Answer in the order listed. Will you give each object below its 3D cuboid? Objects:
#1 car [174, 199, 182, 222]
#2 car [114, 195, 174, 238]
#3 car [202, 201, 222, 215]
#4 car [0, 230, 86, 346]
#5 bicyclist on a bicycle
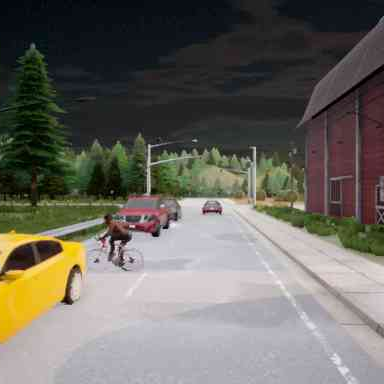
[{"bbox_3d":[-2.004,1.352,26.309,2.097,1.767,4.553,0,0,3],"label":"car"},{"bbox_3d":[-2.580,1.215,18.272,2.150,2.045,5.566,0,1,4],"label":"car"},{"bbox_3d":[2.092,1.564,34.369,1.994,1.385,4.181,0,0,4],"label":"car"},{"bbox_3d":[-3.371,1.478,5.356,1.882,1.535,5.008,0,0,3],"label":"car"},{"bbox_3d":[-2.164,1.453,9.258,1.656,1.620,0.582,-1,0,3],"label":"bicyclist on a bicycle"}]
